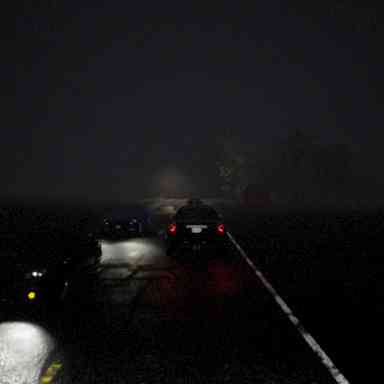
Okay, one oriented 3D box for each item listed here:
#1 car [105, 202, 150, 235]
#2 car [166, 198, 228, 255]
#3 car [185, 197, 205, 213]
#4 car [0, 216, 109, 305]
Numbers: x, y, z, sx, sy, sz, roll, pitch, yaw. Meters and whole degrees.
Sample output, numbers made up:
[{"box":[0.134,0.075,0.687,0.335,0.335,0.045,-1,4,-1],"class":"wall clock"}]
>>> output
[{"box":[-3.491,1.367,18.269,1.882,1.535,5.008,0,0,0],"class":"car"},{"box":[0.167,1.276,13.077,2.097,1.767,4.553,0,0,0],"class":"car"},{"box":[0.295,1.346,35.457,2.033,1.411,5.357,0,0,0],"class":"car"},{"box":[-3.562,1.513,7.902,1.994,1.385,4.181,0,0,0],"class":"car"}]
